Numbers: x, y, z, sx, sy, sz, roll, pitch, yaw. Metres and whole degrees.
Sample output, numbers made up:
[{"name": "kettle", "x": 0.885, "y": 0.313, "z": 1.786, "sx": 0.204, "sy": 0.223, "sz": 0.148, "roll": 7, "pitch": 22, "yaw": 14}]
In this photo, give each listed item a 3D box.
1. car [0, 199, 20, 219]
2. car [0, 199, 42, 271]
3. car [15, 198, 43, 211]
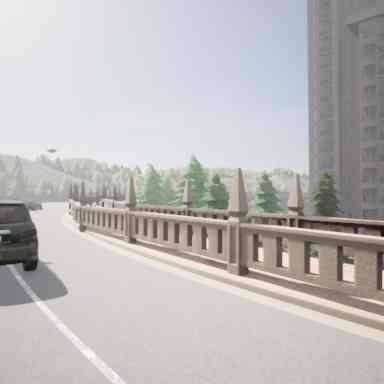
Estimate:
[{"name": "car", "x": -17.251, "y": 1.472, "z": 30.396, "sx": 1.882, "sy": 1.535, "sz": 5.008, "roll": 0, "pitch": 0, "yaw": -18}, {"name": "car", "x": -6.232, "y": 1.225, "z": 10.234, "sx": 2.150, "sy": 2.045, "sz": 5.566, "roll": 0, "pitch": 0, "yaw": -34}, {"name": "car", "x": -20.034, "y": 1.546, "z": 41.127, "sx": 1.994, "sy": 1.385, "sz": 4.181, "roll": 0, "pitch": 0, "yaw": -10}]
